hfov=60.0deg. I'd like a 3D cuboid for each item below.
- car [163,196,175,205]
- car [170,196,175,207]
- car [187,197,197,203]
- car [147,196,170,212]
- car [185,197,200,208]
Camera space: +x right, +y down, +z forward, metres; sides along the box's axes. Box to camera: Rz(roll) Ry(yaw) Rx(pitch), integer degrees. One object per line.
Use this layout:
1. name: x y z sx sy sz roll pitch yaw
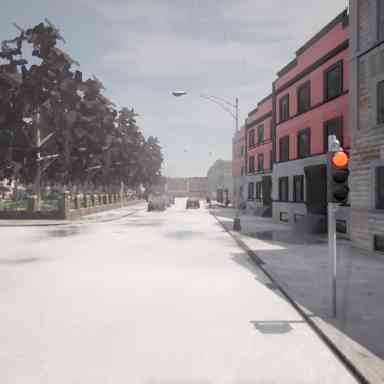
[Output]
1. car: -4.039 1.505 59.622 1.837 1.490 4.892 0 0 0
2. car: -4.074 1.547 49.223 2.033 1.411 5.357 0 0 0
3. car: 0.049 1.735 73.427 2.033 1.411 5.357 0 0 0
4. car: -4.080 1.478 39.323 1.882 1.535 5.008 0 0 0
5. car: 0.140 1.526 47.336 1.812 1.442 4.674 0 0 0
